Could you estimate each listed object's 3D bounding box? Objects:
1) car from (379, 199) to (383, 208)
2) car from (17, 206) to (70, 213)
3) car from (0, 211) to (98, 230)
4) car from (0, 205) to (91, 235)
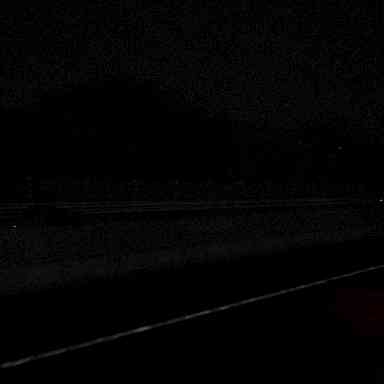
[{"bbox_3d":[26.796,1.167,43.367,5.566,2.045,2.150,0,0,-33],"label":"car"},{"bbox_3d":[-6.769,1.554,16.331,4.181,1.385,1.994,0,0,-35],"label":"car"},{"bbox_3d":[-5.694,1.593,12.811,4.718,1.301,1.895,0,0,-35],"label":"car"},{"bbox_3d":[-8.804,1.536,19.188,5.357,1.411,2.033,0,0,-35],"label":"car"}]
